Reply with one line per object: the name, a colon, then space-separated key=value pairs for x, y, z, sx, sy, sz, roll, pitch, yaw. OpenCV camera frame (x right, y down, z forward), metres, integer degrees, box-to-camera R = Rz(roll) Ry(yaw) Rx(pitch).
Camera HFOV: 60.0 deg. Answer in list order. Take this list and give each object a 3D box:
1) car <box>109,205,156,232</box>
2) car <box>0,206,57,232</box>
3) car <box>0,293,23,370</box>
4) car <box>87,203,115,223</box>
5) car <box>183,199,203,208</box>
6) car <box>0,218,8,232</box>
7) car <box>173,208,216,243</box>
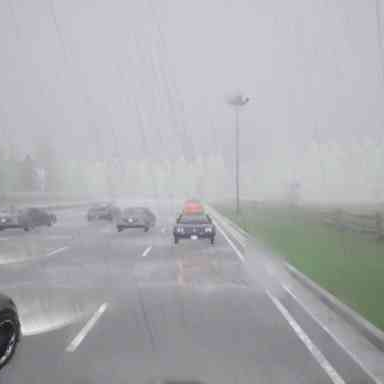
car: x=-3.396 y=1.636 z=20.883 sx=2.033 sy=1.411 sz=5.357 roll=0 pitch=0 yaw=0
car: x=-10.396 y=1.636 z=20.895 sx=2.033 sy=1.411 sz=5.357 roll=0 pitch=0 yaw=0
car: x=-3.397 y=1.577 z=3.028 sx=1.994 sy=1.385 sz=4.181 roll=0 pitch=0 yaw=0
car: x=-6.896 y=1.604 z=26.540 sx=2.128 sy=1.511 sz=4.902 roll=0 pitch=0 yaw=0
car: x=0.106 y=1.503 z=35.868 sx=2.097 sy=1.767 sz=4.553 roll=0 pitch=0 yaw=0
car: x=-6.898 y=1.600 z=8.425 sx=1.994 sy=1.385 sz=4.181 roll=0 pitch=0 yaw=0
car: x=0.102 y=1.671 z=16.460 sx=1.895 sy=1.301 sz=4.718 roll=0 pitch=0 yaw=0
